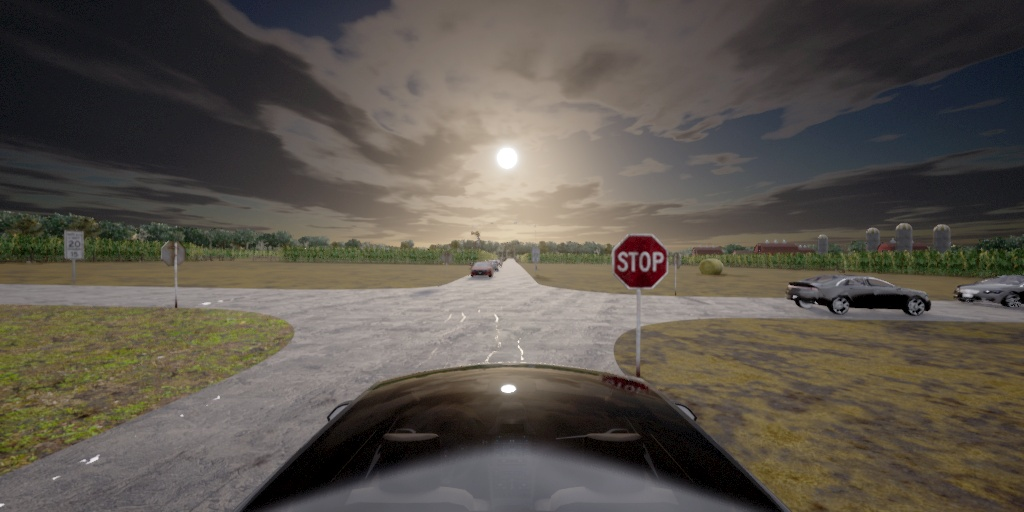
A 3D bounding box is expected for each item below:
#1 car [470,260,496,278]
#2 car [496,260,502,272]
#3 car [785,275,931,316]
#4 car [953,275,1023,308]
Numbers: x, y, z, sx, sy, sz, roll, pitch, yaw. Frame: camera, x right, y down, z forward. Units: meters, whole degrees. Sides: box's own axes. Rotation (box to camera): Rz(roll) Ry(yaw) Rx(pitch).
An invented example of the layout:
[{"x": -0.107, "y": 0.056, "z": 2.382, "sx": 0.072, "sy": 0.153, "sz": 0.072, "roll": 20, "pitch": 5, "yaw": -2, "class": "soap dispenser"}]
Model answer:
[{"x": -2.835, "y": 1.260, "z": 34.320, "sx": 1.882, "sy": 1.535, "sz": 5.008, "roll": 0, "pitch": 0, "yaw": 0, "class": "car"}, {"x": -2.821, "y": 1.324, "z": 48.728, "sx": 2.128, "sy": 1.511, "sz": 4.902, "roll": 0, "pitch": 0, "yaw": 0, "class": "car"}, {"x": 13.902, "y": 1.516, "z": 14.527, "sx": 4.902, "sy": 1.511, "sz": 2.128, "roll": 1, "pitch": 0, "yaw": 0, "class": "car"}, {"x": 24.543, "y": 1.684, "z": 17.367, "sx": 4.902, "sy": 1.511, "sz": 2.128, "roll": 1, "pitch": 0, "yaw": 0, "class": "car"}]
